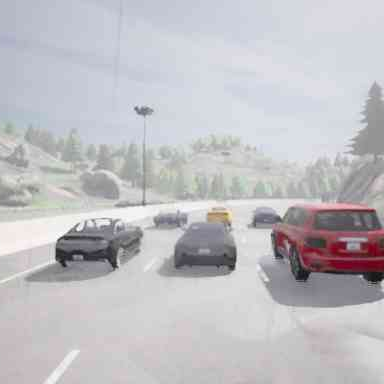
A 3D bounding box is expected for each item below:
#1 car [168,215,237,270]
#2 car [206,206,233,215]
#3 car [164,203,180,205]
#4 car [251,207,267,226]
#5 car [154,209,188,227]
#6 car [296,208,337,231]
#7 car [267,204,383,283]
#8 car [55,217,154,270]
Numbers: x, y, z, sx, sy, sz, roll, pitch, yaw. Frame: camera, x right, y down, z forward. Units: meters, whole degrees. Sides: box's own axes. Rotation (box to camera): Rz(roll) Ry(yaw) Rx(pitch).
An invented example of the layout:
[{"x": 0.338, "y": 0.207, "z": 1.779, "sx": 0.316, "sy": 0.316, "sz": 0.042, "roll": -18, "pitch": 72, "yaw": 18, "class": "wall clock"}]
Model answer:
[{"x": 0.534, "y": 1.721, "z": 11.755, "sx": 1.994, "sy": 1.385, "sz": 4.181, "roll": 0, "pitch": -1, "yaw": 5, "class": "car"}, {"x": 2.276, "y": 1.834, "z": 26.972, "sx": 1.882, "sy": 1.535, "sz": 5.008, "roll": 0, "pitch": 0, "yaw": 9, "class": "car"}, {"x": -3.587, "y": 2.419, "z": 62.458, "sx": 1.895, "sy": 1.301, "sz": 4.718, "roll": 0, "pitch": -1, "yaw": 19, "class": "car"}, {"x": 5.667, "y": 1.872, "z": 26.045, "sx": 1.812, "sy": 1.442, "sz": 4.674, "roll": 0, "pitch": -1, "yaw": 9, "class": "car"}, {"x": -1.496, "y": 1.937, "z": 25.615, "sx": 1.895, "sy": 1.301, "sz": 4.718, "roll": 0, "pitch": -1, "yaw": 9, "class": "car"}, {"x": 8.929, "y": 1.927, "z": 24.337, "sx": 1.895, "sy": 1.301, "sz": 4.718, "roll": 0, "pitch": -1, "yaw": 9, "class": "car"}, {"x": 3.915, "y": 1.363, "z": 10.311, "sx": 2.150, "sy": 2.045, "sz": 5.566, "roll": 0, "pitch": 0, "yaw": 4, "class": "car"}, {"x": -2.985, "y": 1.645, "z": 11.703, "sx": 2.128, "sy": 1.511, "sz": 4.902, "roll": 0, "pitch": -1, "yaw": 5, "class": "car"}]
